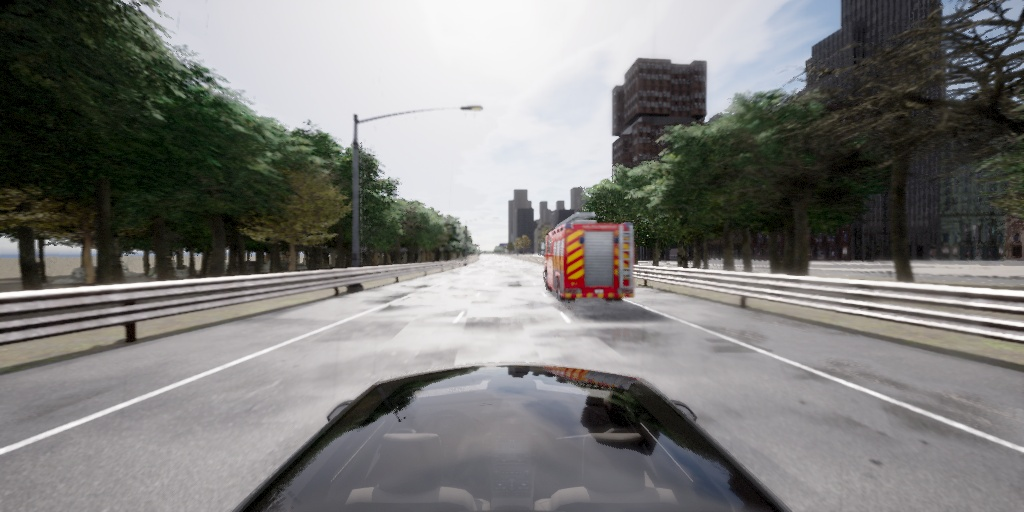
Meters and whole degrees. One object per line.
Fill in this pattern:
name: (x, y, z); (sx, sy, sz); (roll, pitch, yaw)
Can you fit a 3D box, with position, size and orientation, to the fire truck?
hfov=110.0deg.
fire truck: (3.452, 0.136, 18.401); (2.891, 3.827, 8.468); (0, 0, 0)
